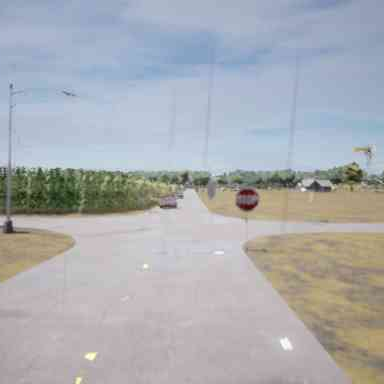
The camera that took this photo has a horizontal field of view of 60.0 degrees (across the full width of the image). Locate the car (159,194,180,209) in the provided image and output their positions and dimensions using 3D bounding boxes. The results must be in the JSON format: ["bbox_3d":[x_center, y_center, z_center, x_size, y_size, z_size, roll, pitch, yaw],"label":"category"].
[{"bbox_3d":[-2.754,1.333,39.534,1.994,1.385,4.181,0,1,0],"label":"car"}]

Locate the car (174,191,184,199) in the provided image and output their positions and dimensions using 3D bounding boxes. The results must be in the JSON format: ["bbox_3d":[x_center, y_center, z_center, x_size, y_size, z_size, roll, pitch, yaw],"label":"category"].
[{"bbox_3d":[-2.760,0.602,71.070,2.097,1.767,4.553,0,1,0],"label":"car"}]
